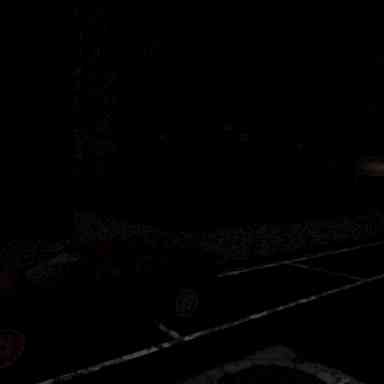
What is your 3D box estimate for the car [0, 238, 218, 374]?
[{"bbox_3d":[-1.615,1.526,5.599,4.507,1.381,1.887,-1,1,-35],"label":"car"}]
